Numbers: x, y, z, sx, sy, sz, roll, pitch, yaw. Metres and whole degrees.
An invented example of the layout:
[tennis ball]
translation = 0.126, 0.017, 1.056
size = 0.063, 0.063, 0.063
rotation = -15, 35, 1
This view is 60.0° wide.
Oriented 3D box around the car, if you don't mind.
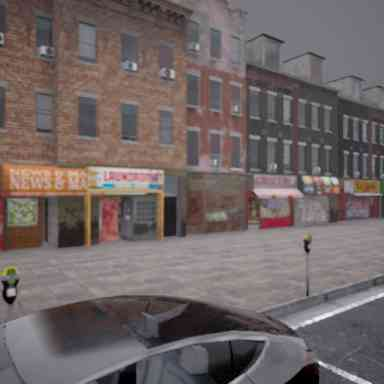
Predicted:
[car]
translation = -0.933, 1.566, 2.166
size = 4.313, 1.339, 1.947
rotation = 0, 0, -35
